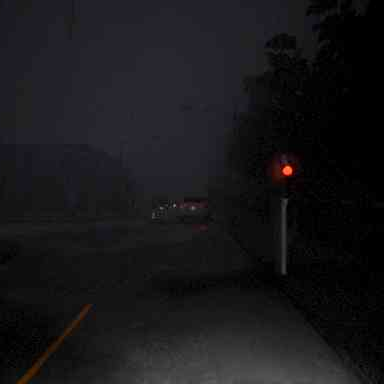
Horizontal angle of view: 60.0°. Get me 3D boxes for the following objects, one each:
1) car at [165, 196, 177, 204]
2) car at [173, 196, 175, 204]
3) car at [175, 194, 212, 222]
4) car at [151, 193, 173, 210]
[{"bbox_3d":[-4.018,1.526,64.161,1.812,1.442,4.674,0,0,1],"label":"car"},{"bbox_3d":[-4.062,1.505,53.834,1.837,1.490,4.892,0,0,0],"label":"car"},{"bbox_3d":[0.337,1.221,26.915,2.150,2.045,5.566,1,0,6],"label":"car"},{"bbox_3d":[-4.076,1.221,43.916,2.150,2.045,5.566,0,0,0],"label":"car"}]
